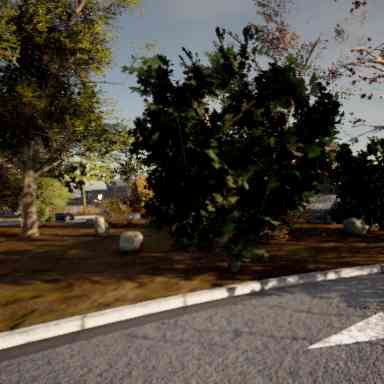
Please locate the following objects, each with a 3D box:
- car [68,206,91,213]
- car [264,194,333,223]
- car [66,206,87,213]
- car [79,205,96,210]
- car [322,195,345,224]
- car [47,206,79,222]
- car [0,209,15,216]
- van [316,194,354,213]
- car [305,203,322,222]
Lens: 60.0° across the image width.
[{"bbox_3d":[-27.845,4.229,82.250,5.008,1.535,2.097,0,-2,-34],"label":"car"},{"bbox_3d":[8.852,1.270,27.443,5.566,2.045,2.435,0,-1,-34],"label":"car"},{"bbox_3d":[-29.574,4.416,84.875,4.674,1.452,2.002,0,-2,-34],"label":"car"},{"bbox_3d":[-26.030,4.077,79.530,4.892,1.521,2.231,0,-2,-34],"label":"car"},{"bbox_3d":[11.929,1.174,22.930,5.566,2.045,2.435,0,-1,-34],"label":"car"},{"bbox_3d":[-15.299,2.534,36.006,5.008,1.535,1.882,0,0,-34],"label":"car"},{"bbox_3d":[-31.299,3.168,53.087,5.357,1.411,2.033,0,0,-34],"label":"car"},{"bbox_3d":[16.341,1.315,38.015,4.442,1.987,1.878,0,-1,-34],"label":"van"},{"bbox_3d":[10.411,1.472,25.120,4.892,1.521,2.231,0,-1,-34],"label":"car"}]
